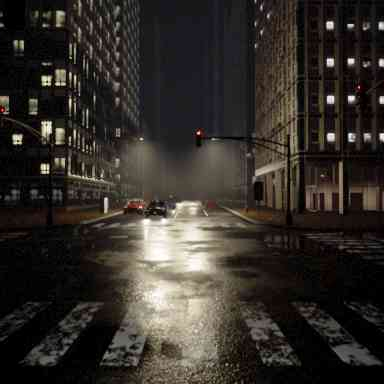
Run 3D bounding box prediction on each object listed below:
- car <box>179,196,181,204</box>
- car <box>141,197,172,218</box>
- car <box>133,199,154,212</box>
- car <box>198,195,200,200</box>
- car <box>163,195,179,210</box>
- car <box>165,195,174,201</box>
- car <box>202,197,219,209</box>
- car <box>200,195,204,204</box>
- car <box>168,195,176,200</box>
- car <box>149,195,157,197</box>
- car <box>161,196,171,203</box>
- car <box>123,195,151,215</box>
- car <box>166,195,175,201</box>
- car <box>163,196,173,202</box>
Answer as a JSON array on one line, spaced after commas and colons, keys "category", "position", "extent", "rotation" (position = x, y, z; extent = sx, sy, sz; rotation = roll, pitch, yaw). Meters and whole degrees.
[{"category": "car", "position": [-3.046, 1.499, 63.922], "extent": [1.882, 1.535, 5.008], "rotation": [0, 0, 0]}, {"category": "car", "position": [-3.116, 1.513, 30.361], "extent": [1.837, 1.490, 4.892], "rotation": [0, 0, 0]}, {"category": "car", "position": [-5.700, 1.594, 39.354], "extent": [1.802, 1.307, 4.206], "rotation": [1, 0, 0]}, {"category": "car", "position": [2.668, 1.586, 61.729], "extent": [1.947, 1.339, 4.313], "rotation": [1, 0, 0]}, {"category": "car", "position": [-3.123, 1.492, 44.451], "extent": [1.882, 1.535, 5.008], "rotation": [0, 0, 0]}, {"category": "car", "position": [-5.725, 1.572, 83.955], "extent": [1.887, 1.381, 4.507], "rotation": [1, 0, 0]}, {"category": "car", "position": [2.677, 1.596, 44.996], "extent": [1.802, 1.307, 4.206], "rotation": [1, 0, 0]}, {"category": "car", "position": [2.672, 1.543, 56.321], "extent": [1.752, 1.417, 4.829], "rotation": [1, 0, 0]}, {"category": "car", "position": [-5.732, 1.598, 95.105], "extent": [1.947, 1.339, 4.313], "rotation": [1, 0, 0]}, {"category": "car", "position": [-5.697, 1.329, 44.929], "extent": [2.192, 1.841, 5.009], "rotation": [1, 0, 0]}, {"category": "car", "position": [-5.718, 1.568, 72.805], "extent": [1.887, 1.381, 4.507], "rotation": [1, 0, 0]}, {"category": "car", "position": [-5.693, 1.451, 33.779], "extent": [1.967, 1.590, 4.097], "rotation": [1, 0, 0]}, {"category": "car", "position": [-5.728, 1.581, 89.530], "extent": [2.008, 1.369, 4.403], "rotation": [1, 0, 0]}, {"category": "car", "position": [-5.721, 1.576, 78.380], "extent": [2.008, 1.369, 4.403], "rotation": [1, 0, 0]}]
